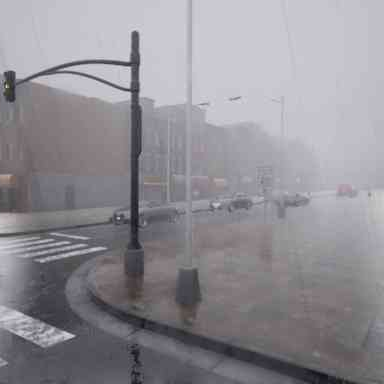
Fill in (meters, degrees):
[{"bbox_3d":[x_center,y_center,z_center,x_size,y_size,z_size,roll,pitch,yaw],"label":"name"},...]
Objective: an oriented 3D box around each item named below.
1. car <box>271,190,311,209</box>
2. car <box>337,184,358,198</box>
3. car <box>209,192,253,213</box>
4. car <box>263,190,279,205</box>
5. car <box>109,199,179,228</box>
[{"bbox_3d":[9.275,0.762,30.328,1.895,1.301,4.718,0,2,36],"label":"car"},{"bbox_3d":[23.531,-0.183,50.298,2.150,2.045,5.566,0,2,36],"label":"car"},{"bbox_3d":[3.221,0.792,26.916,2.128,1.511,4.902,0,2,35],"label":"car"},{"bbox_3d":[9.190,0.569,35.274,1.812,1.442,4.674,0,2,36],"label":"car"},{"bbox_3d":[-2.613,1.125,18.737,1.994,1.385,4.181,1,2,36],"label":"car"}]
